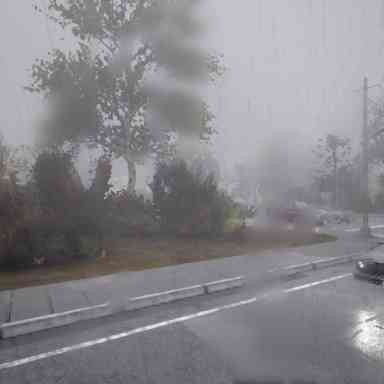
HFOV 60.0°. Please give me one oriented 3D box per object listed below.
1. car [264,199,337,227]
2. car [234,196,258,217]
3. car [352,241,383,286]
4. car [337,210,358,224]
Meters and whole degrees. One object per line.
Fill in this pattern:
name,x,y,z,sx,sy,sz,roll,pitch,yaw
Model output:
car,7.389,1.426,23.637,2.097,1.767,4.553,0,-1,-38
car,3.944,1.430,33.373,2.150,2.045,5.566,0,-1,-41
car,6.304,1.547,8.475,5.357,1.411,2.033,0,0,-35
car,10.182,1.675,25.840,1.895,1.301,4.718,0,-1,-39
